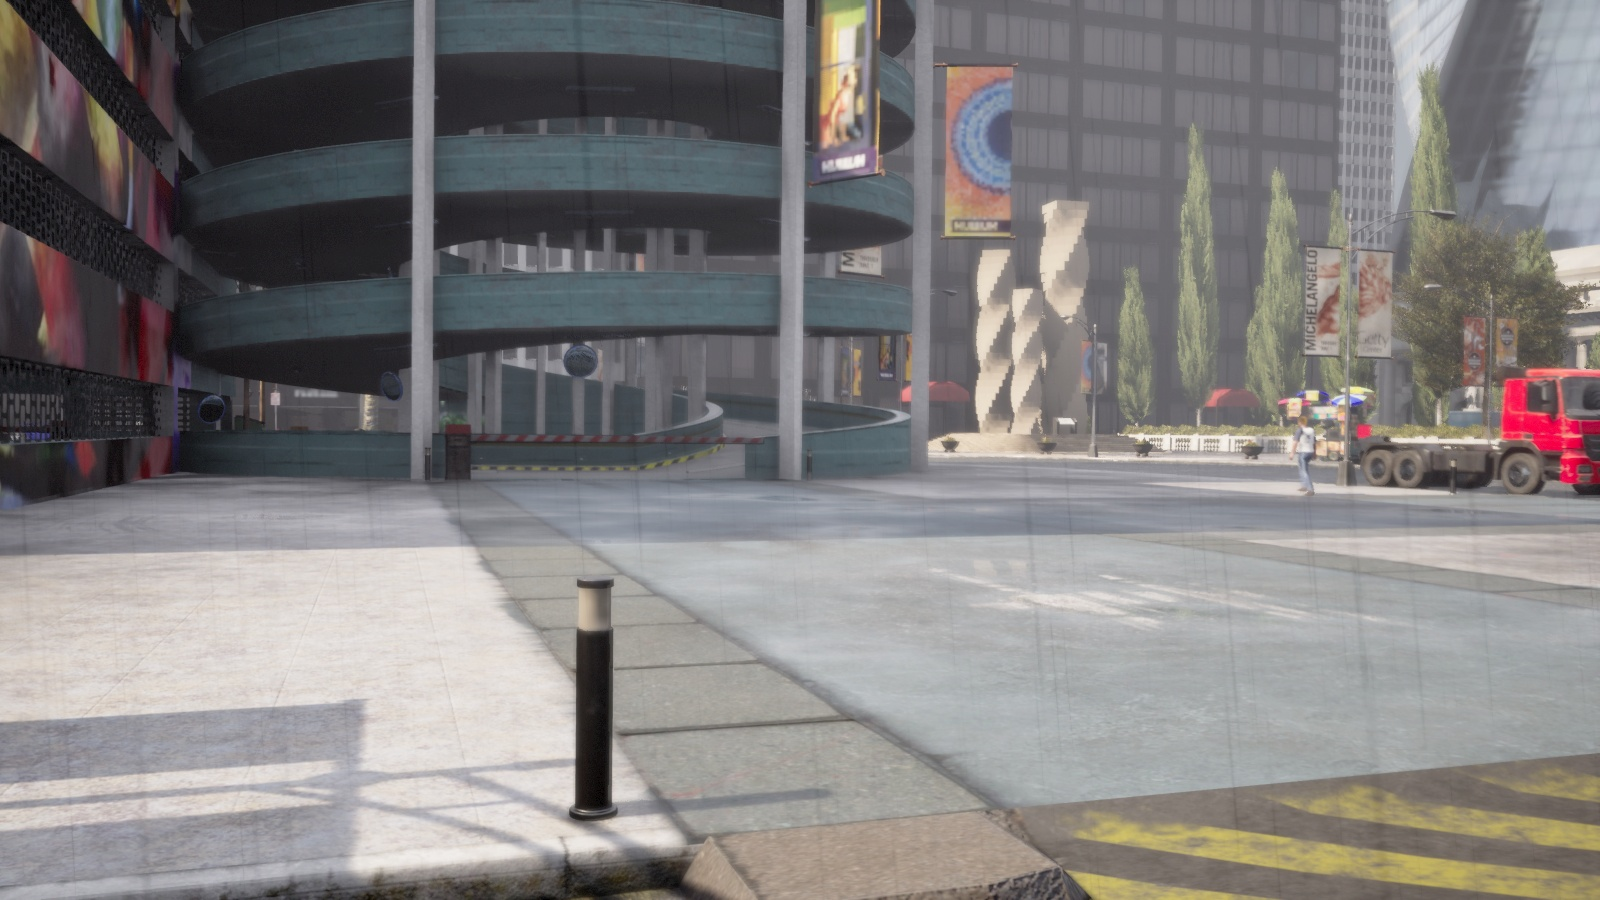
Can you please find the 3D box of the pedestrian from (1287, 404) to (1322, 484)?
[{"bbox_3d":[11.617,-0.141,28.919,0.354,1.836,0.706,-1,1,-21],"label":"pedestrian"}]

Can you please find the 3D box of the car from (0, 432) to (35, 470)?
[{"bbox_3d":[-39.858,0.056,60.694,4.605,1.855,1.932,-1,1,-20],"label":"car"}]

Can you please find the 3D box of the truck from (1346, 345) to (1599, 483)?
[{"bbox_3d":[19.569,-0.978,35.665,2.891,3.462,7.936,-1,1,-18],"label":"truck"}]

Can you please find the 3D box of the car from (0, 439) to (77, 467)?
[{"bbox_3d":[-41.519,0.161,67.576,4.193,1.474,1.816,-1,1,-18],"label":"car"}]
